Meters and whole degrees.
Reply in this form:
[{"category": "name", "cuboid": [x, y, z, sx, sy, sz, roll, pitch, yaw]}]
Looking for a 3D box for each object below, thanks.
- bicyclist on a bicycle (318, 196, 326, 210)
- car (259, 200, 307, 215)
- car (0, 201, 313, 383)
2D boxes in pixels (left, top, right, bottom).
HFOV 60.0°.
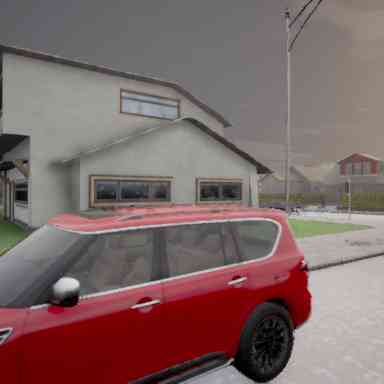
[{"category": "bicyclist on a bicycle", "cuboid": [15.762, 1.349, 40.277, 1.656, 1.620, 0.582, 0, 0, -35]}, {"category": "car", "cuboid": [9.404, 1.601, 34.730, 1.895, 1.301, 4.718, 0, 0, -35]}, {"category": "car", "cuboid": [-0.926, 1.221, 3.921, 5.566, 2.045, 2.150, 0, 0, -35]}]
